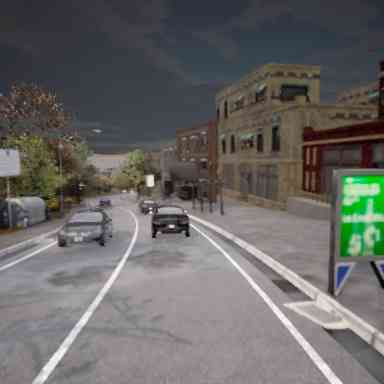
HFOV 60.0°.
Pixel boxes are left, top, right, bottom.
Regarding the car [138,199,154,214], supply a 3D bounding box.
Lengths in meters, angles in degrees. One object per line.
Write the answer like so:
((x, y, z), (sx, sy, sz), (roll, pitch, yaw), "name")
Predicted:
((-4.756, 1.518, 35.828), (1.812, 1.442, 4.674), (-2, 0, -14), "car")

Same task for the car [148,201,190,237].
((-1.267, 1.457, 17.970), (1.882, 1.535, 5.008), (-1, 0, -7), "car")

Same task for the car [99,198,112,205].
((-14.365, 1.740, 55.113), (2.033, 1.411, 5.357), (-2, 0, -17), "car")

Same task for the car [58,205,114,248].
((-4.640, 1.556, 15.115), (1.812, 1.442, 4.674), (-1, 0, -7), "car")
